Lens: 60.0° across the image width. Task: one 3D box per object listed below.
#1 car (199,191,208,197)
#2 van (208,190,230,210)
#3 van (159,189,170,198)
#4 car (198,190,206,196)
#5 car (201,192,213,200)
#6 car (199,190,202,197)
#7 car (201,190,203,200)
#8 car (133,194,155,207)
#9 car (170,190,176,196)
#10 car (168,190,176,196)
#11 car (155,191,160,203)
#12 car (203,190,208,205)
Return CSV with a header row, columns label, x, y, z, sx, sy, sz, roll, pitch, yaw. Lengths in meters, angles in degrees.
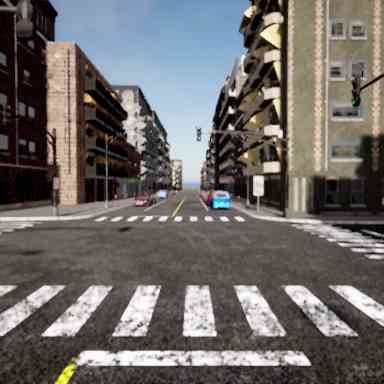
label,x,y,z,sx,sy,sz,roll,pitch,yaw
car,2.804,0.395,83.037,1.947,1.339,4.313,-1,1,0
van,2.831,0.827,33.370,1.690,1.788,3.998,-1,1,0
van,-5.804,0.377,66.534,1.690,1.788,3.998,-1,1,0
car,2.802,0.139,94.076,1.967,1.590,4.097,-1,1,0
car,2.720,0.653,60.950,1.887,1.381,4.507,-1,1,0
car,2.715,0.621,55.428,1.967,1.590,4.097,-1,1,0
car,2.713,0.777,50.077,1.752,1.417,4.829,-1,1,0
car,-5.817,0.988,38.925,1.802,1.307,4.206,-1,1,0
car,-5.685,0.307,88.627,1.887,1.381,4.507,-1,1,0
car,-5.693,0.249,94.150,2.008,1.369,4.403,-1,1,0
car,-5.814,0.895,44.446,1.947,1.339,4.313,-1,1,0
car,2.746,0.722,38.866,2.192,1.841,5.009,-1,1,0
